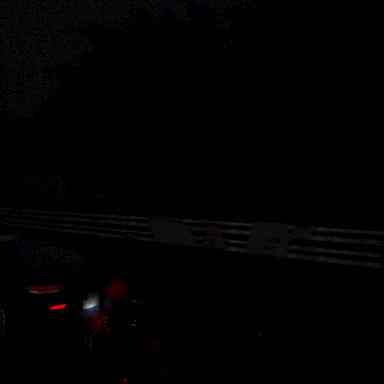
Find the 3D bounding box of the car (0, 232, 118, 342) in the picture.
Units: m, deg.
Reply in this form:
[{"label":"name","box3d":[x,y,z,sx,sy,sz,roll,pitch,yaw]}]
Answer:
[{"label":"car","box3d":[-3.423,1.528,6.444,4.674,1.442,1.812,0,0,36]}]
